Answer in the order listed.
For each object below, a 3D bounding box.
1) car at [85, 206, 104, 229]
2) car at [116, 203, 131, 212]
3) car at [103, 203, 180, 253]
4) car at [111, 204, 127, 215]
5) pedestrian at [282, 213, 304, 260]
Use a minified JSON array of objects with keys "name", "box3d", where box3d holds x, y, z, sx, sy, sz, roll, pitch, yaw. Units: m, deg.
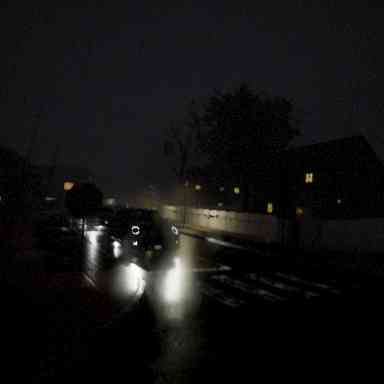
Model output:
[{"name":"car","box3d":[-6.458,1.760,23.707,1.837,1.490,4.892,4,-2,-23]},{"name":"car","box3d":[-12.027,2.677,58.732,1.994,1.385,4.181,3,-1,-5]},{"name":"car","box3d":[-2.181,1.482,14.288,2.097,1.767,4.553,4,-2,-26]},{"name":"car","box3d":[-10.640,2.478,48.810,1.994,1.385,4.181,3,-2,-10]},{"name":"pedestrian","box3d":[3.771,1.640,12.364,0.375,1.860,0.375,4,-2,-29]}]
